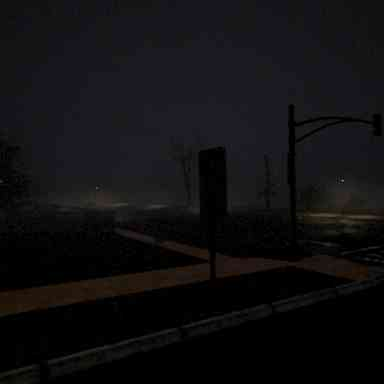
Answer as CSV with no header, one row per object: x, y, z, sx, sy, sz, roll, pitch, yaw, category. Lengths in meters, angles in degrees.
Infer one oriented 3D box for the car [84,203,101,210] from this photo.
-17.056,2.583,56.811,1.882,1.535,5.008,-2,0,-31,car
